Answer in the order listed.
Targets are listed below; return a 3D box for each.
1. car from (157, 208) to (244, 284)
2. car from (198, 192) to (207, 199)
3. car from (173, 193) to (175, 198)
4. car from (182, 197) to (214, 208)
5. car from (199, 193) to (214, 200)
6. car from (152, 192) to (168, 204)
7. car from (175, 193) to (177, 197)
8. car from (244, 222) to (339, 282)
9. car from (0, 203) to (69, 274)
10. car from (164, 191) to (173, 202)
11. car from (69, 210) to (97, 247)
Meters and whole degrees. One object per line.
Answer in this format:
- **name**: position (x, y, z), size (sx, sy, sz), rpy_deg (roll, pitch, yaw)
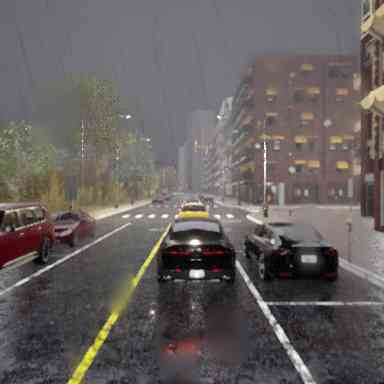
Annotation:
- **car**: position (0.101, 1.432, 9.334), size (1.837, 1.490, 4.892), rpy_deg (0, 0, 0)
- **car**: position (2.575, 0.845, 81.620), size (1.967, 1.590, 4.097), rpy_deg (1, 0, 0)
- **car**: position (-5.304, 0.803, 69.428), size (2.192, 1.841, 5.009), rpy_deg (1, 0, 0)
- **car**: position (0.099, 1.302, 19.934), size (1.801, 1.575, 5.366), rpy_deg (0, 0, 0)
- **car**: position (2.574, 1.152, 53.205), size (2.008, 1.369, 4.403), rpy_deg (1, 0, 0)
- **car**: position (-5.307, 1.152, 52.401), size (1.887, 1.381, 4.507), rpy_deg (1, 0, 0)
- **car**: position (-5.306, 0.924, 86.457), size (2.008, 1.369, 4.403), rpy_deg (1, 0, 0)
- **car**: position (2.573, 1.492, 9.389), size (1.947, 1.339, 4.313), rpy_deg (1, 0, 0)
- **car**: position (-5.305, 1.247, 8.631), size (2.192, 1.841, 5.009), rpy_deg (1, 0, 0)
- **car**: position (-5.304, 0.842, 63.751), size (2.192, 1.841, 5.009), rpy_deg (1, 0, 0)
- **car**: position (-5.308, 1.471, 14.288), size (1.802, 1.307, 4.206), rpy_deg (1, 0, 0)
